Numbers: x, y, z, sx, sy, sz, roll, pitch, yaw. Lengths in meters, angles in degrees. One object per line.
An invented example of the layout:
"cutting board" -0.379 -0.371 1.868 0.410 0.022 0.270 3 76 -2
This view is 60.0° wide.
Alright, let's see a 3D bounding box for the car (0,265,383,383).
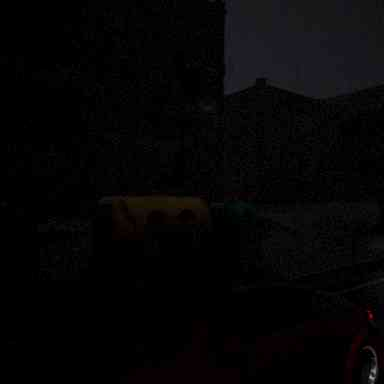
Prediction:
"car" 0.150 1.563 3.473 4.181 1.385 1.994 0 0 -35
